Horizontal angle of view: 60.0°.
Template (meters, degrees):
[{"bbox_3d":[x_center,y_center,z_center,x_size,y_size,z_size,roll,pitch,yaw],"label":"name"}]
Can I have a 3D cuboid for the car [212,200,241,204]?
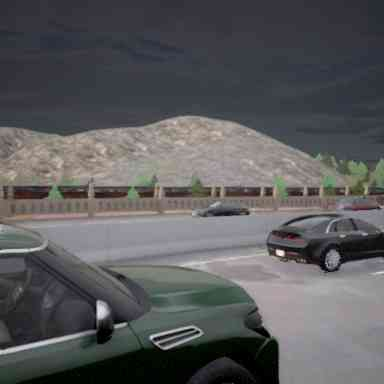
[{"bbox_3d":[2.198,1.366,25.172,4.674,1.442,1.812,0,0,-26],"label":"car"}]

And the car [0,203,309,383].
[{"bbox_3d":[-1.826,1.207,2.367,5.566,2.045,2.150,0,0,-35],"label":"car"}]

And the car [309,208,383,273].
[{"bbox_3d":[4.563,1.435,10.410,4.892,1.490,1.837,0,0,-29],"label":"car"}]

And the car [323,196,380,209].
[{"bbox_3d":[12.329,1.178,25.804,4.553,1.767,2.097,0,0,-21],"label":"car"}]
